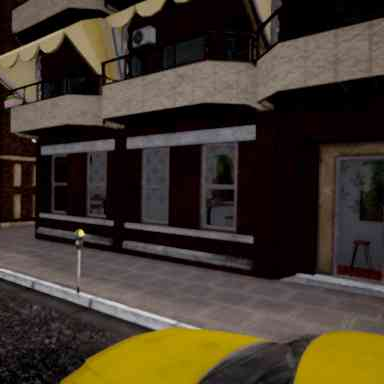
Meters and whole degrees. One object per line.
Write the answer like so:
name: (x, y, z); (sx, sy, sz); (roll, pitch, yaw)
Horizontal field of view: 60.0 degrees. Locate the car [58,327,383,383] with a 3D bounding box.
car: (1.033, 1.523, 1.973); (4.829, 1.417, 1.752); (1, 1, 35)
